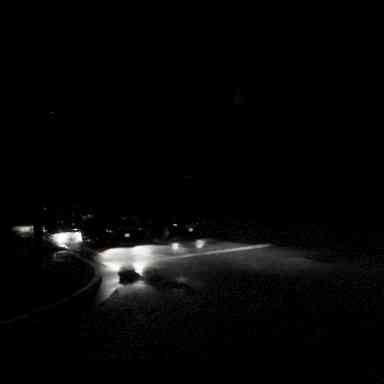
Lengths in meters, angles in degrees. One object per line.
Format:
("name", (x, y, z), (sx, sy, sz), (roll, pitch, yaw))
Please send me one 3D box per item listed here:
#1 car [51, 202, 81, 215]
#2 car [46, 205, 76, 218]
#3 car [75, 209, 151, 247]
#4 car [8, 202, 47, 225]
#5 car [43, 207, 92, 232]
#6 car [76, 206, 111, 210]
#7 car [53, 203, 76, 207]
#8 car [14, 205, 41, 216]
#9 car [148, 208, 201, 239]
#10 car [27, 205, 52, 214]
("car", (-18.761, 2.479, 49.426), (4.553, 1.767, 2.097), (-2, -1, 41))
("car", (-17.004, 2.473, 43.048), (4.892, 1.490, 1.837), (-2, -2, 44))
("car", (-3.983, 1.763, 16.319), (1.994, 1.385, 4.181), (0, -1, -35))
("car", (-15.508, 1.919, 31.175), (2.150, 2.045, 5.566), (0, -2, -42))
("car", (-8.895, 1.956, 23.136), (1.994, 1.385, 4.181), (0, -1, -37))
("car", (-7.140, 1.973, 26.637), (2.033, 1.411, 5.357), (0, -1, -38))
("car", (-13.918, 2.211, 34.609), (1.882, 1.535, 5.008), (0, -2, -43))
("car", (-24.728, 2.782, 49.970), (4.892, 1.490, 1.837), (-2, -1, 39))
("car", (-1.442, 1.689, 18.792), (2.128, 1.511, 4.902), (0, -1, -35))
("car", (-25.073, 2.894, 54.691), (4.674, 1.442, 1.812), (-2, -1, 38))
